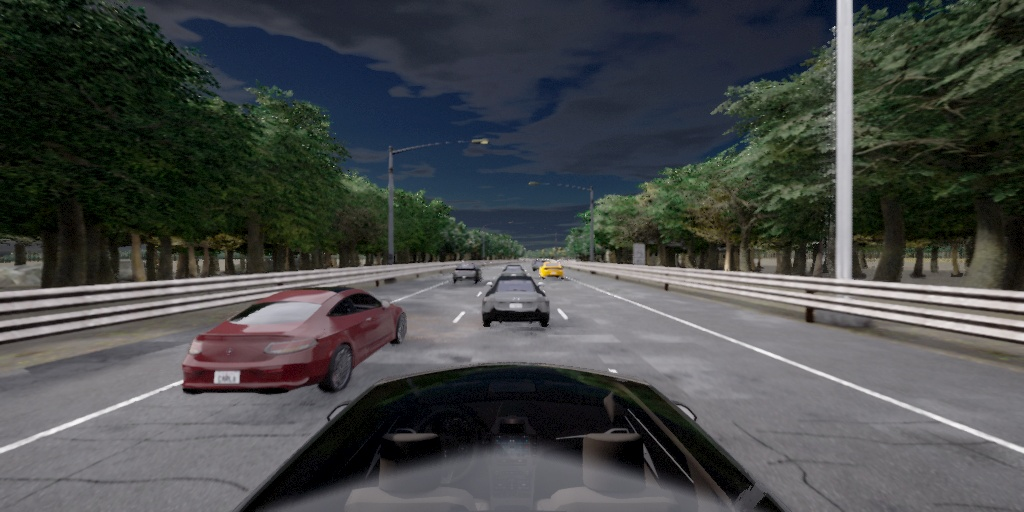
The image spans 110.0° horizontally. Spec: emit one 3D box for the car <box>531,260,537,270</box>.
[{"bbox_3d":[4.028,1.519,53.042,1.994,1.385,4.181,0,0,2],"label":"car"}]

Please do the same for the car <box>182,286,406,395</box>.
[{"bbox_3d":[-3.396,1.283,6.576,1.812,1.442,4.674,0,0,0],"label":"car"}]

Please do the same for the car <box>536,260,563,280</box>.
[{"bbox_3d":[3.590,1.314,33.208,1.882,1.535,5.008,0,0,1],"label":"car"}]

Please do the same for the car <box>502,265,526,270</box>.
[{"bbox_3d":[0.150,1.388,28.387,1.994,1.385,4.181,0,0,0],"label":"car"}]

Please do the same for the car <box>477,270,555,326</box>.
[{"bbox_3d":[0.107,1.332,11.777,1.994,1.385,4.181,0,0,0],"label":"car"}]

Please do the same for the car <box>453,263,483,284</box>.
[{"bbox_3d":[-3.356,1.313,27.740,2.128,1.511,4.902,0,0,0],"label":"car"}]
